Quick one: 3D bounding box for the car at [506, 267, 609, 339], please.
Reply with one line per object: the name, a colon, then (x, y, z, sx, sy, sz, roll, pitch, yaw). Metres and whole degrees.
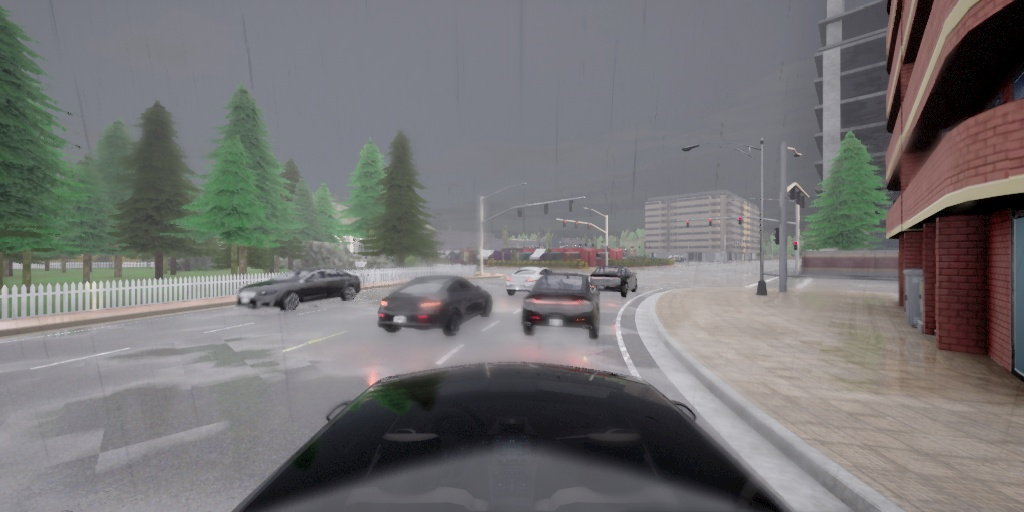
car: (1.561, 1.242, 10.208, 2.128, 1.511, 4.902, 0, 0, 14)

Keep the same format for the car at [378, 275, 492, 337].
car: (-1.986, 1.276, 10.341, 1.812, 1.442, 4.674, 0, 0, 13)

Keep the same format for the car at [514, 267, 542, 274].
car: (1.266, 1.276, 18.837, 1.812, 1.442, 4.674, 0, 0, 26)

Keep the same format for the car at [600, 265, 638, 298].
car: (5.344, 1.241, 18.824, 2.128, 1.511, 4.902, 0, 0, 28)

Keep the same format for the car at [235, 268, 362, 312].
car: (-8.287, 1.243, 14.468, 2.128, 1.511, 4.902, 0, 0, 18)
